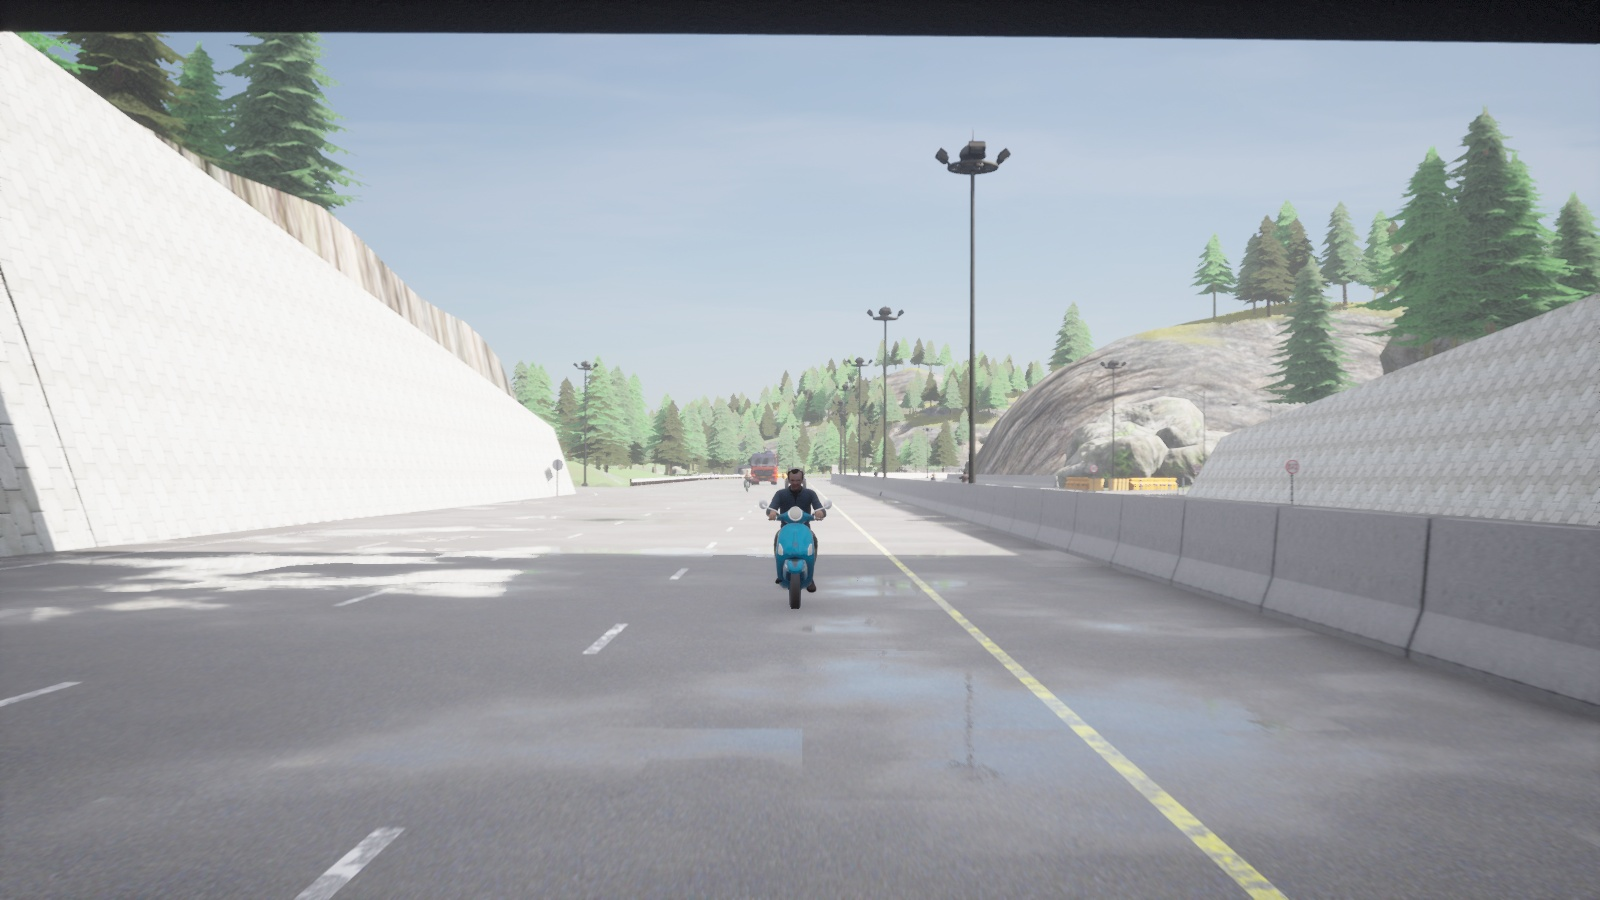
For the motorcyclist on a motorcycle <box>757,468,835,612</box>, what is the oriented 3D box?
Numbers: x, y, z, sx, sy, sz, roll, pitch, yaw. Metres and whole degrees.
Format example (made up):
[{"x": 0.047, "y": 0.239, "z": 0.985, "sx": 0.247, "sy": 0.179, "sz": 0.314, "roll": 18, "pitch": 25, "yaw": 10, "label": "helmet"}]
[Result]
[{"x": -0.047, "y": 1.017, "z": 14.883, "sx": 0.866, "sy": 1.590, "sz": 1.817, "roll": 0, "pitch": -1, "yaw": 0, "label": "motorcyclist on a motorcycle"}]
